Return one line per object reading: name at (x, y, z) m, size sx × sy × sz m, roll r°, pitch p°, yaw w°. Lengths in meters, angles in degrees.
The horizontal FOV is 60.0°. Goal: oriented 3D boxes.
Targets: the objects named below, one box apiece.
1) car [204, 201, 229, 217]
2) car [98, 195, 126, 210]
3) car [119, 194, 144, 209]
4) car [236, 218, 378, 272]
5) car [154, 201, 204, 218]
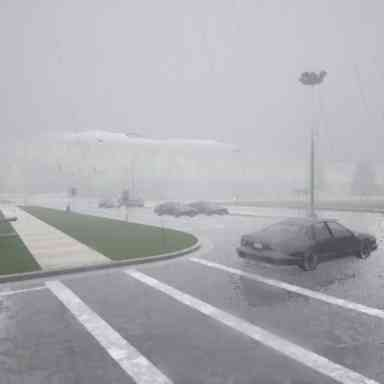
car at (1.274, 1.579, 32.586) m, size 2.033 × 1.411 × 5.357 m, roll 0°, pitch 0°, yaw -35°
car at (-10.931, 1.517, 43.968) m, size 2.128 × 1.511 × 4.902 m, roll 0°, pitch 0°, yaw -35°
car at (-8.767, 1.255, 47.001) m, size 2.150 × 2.045 × 5.566 m, roll 0°, pitch 0°, yaw -35°
car at (3.905, 1.563, 10.832) m, size 5.357 × 1.411 × 2.033 m, roll 0°, pitch 0°, yaw -35°
car at (-1.566, 1.573, 30.540) m, size 2.033 × 1.411 × 5.357 m, roll 0°, pitch 0°, yaw -35°
